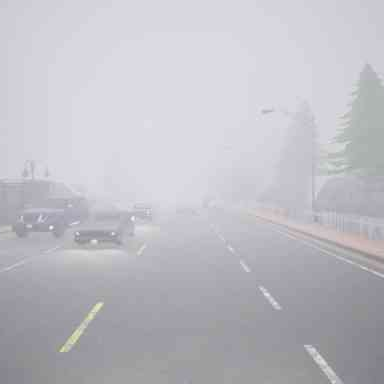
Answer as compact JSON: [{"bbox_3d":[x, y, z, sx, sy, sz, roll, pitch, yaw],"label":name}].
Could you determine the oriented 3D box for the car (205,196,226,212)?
[{"bbox_3d":[2.842,1.530,39.388,1.812,1.442,4.674,0,0,-1],"label":"car"}]

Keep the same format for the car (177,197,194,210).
[{"bbox_3d":[-0.833,1.496,44.768,2.128,1.511,4.902,0,0,-1],"label":"car"}]

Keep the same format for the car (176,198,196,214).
[{"bbox_3d":[-0.599,1.529,35.513,1.812,1.442,4.674,0,0,-1],"label":"car"}]

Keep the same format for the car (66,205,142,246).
[{"bbox_3d":[-3.865,1.549,15.657,2.033,1.411,5.357,0,0,-1],"label":"car"}]

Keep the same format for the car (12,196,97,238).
[{"bbox_3d":[-7.348,1.224,18.101,2.150,2.045,5.566,0,0,3],"label":"car"}]

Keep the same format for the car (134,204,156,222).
[{"bbox_3d":[-3.986,1.604,26.445,1.895,1.301,4.718,0,0,-1],"label":"car"}]

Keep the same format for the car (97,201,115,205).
[{"bbox_3d":[-7.600,1.529,28.720,1.812,1.442,4.674,0,0,-1],"label":"car"}]

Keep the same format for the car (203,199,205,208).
[{"bbox_3d":[2.639,1.357,48.369,2.097,1.767,4.553,0,0,0],"label":"car"}]
